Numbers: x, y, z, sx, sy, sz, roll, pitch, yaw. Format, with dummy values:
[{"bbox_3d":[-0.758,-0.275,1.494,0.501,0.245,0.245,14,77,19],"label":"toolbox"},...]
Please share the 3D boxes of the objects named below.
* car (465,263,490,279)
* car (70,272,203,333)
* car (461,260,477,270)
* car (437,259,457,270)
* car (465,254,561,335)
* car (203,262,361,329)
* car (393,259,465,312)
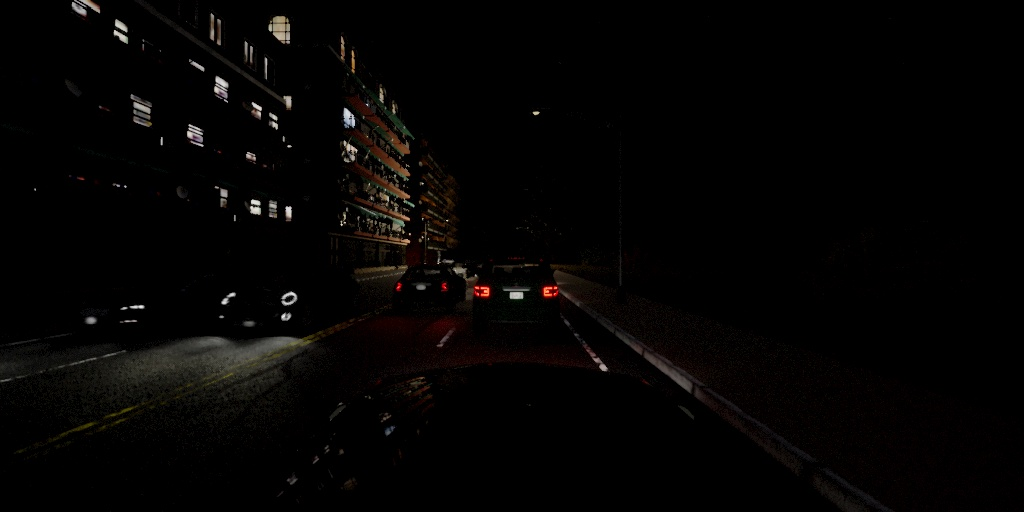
[{"bbox_3d":[-3.077,1.363,33.239,1.895,1.301,4.718,0,0,0],"label":"car"},{"bbox_3d":[-9.829,1.245,10.823,2.128,1.511,4.902,0,0,0],"label":"car"},{"bbox_3d":[-6.467,1.292,54.044,1.812,1.442,4.674,0,0,0],"label":"car"},{"bbox_3d":[-9.716,1.258,54.192,2.128,1.511,4.902,0,0,0],"label":"car"},{"bbox_3d":[0.115,0.976,10.688,2.150,2.045,5.566,0,0,0],"label":"car"},{"bbox_3d":[-6.578,1.106,11.207,2.097,1.767,4.553,0,0,0],"label":"car"},{"bbox_3d":[-3.120,1.109,14.441,2.097,1.767,4.553,0,0,0],"label":"car"}]
